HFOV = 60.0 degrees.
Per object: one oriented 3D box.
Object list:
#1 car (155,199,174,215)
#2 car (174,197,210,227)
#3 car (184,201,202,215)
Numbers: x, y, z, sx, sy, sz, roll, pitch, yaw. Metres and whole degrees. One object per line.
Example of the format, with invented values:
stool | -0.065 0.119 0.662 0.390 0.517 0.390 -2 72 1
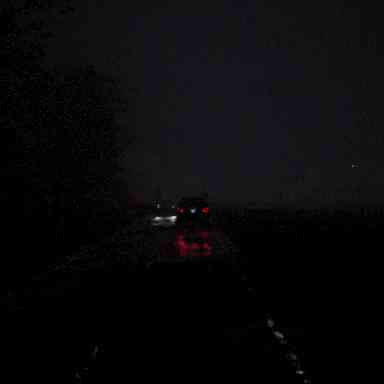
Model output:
car | -2.735 1.512 36.623 2.097 1.767 4.553 0 0 0
car | 0.106 1.338 23.901 2.150 2.045 5.566 0 -1 1
car | 0.116 1.754 38.101 1.994 1.385 4.181 0 0 0
